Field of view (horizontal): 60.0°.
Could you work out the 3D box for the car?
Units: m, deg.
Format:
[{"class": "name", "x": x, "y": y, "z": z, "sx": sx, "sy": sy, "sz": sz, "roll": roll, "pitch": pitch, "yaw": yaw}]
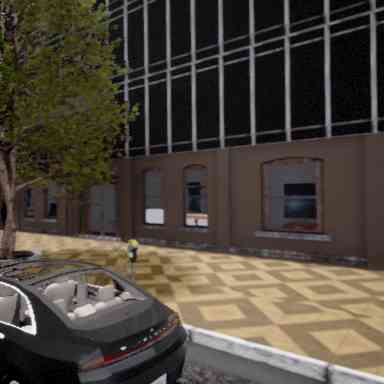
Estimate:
[{"class": "car", "x": -2.120, "y": 1.591, "z": 4.355, "sx": 4.403, "sy": 1.369, "sz": 2.008, "roll": -1, "pitch": 0, "yaw": 35}]
